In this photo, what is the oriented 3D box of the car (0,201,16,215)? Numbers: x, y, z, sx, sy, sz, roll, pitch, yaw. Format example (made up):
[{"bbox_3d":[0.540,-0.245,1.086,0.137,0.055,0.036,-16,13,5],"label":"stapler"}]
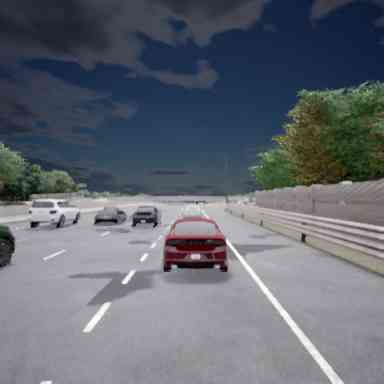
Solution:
[{"bbox_3d":[-24.539,2.001,41.973,2.097,1.767,4.553,0,-1,1],"label":"car"}]

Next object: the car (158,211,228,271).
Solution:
[{"bbox_3d":[0.101,1.613,11.380,1.882,1.535,5.008,0,-1,0],"label":"car"}]

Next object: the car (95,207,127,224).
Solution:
[{"bbox_3d":[-6.898,1.983,28.556,1.994,1.385,4.181,0,-1,0],"label":"car"}]

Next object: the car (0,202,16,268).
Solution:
[{"bbox_3d":[-6.900,1.320,8.613,2.150,2.045,5.566,0,-1,0],"label":"car"}]

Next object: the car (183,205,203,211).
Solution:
[{"bbox_3d":[0.089,2.029,33.480,1.812,1.442,4.674,0,-1,0],"label":"car"}]

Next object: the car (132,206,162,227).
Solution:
[{"bbox_3d":[-3.498,1.885,26.319,1.837,1.490,4.892,0,-1,0],"label":"car"}]

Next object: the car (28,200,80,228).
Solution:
[{"bbox_3d":[-10.398,1.588,25.481,2.150,2.045,5.566,0,-1,0],"label":"car"}]
